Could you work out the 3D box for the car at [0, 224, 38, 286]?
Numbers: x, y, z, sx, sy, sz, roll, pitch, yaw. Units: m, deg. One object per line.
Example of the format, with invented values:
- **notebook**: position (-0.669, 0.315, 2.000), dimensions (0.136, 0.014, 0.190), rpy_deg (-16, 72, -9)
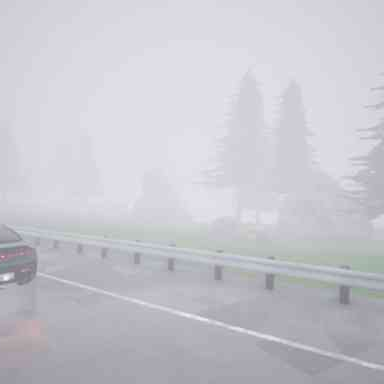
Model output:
- **car**: position (-5.774, 1.523, 8.400), dimensions (4.892, 1.490, 1.837), rpy_deg (0, 0, 37)
